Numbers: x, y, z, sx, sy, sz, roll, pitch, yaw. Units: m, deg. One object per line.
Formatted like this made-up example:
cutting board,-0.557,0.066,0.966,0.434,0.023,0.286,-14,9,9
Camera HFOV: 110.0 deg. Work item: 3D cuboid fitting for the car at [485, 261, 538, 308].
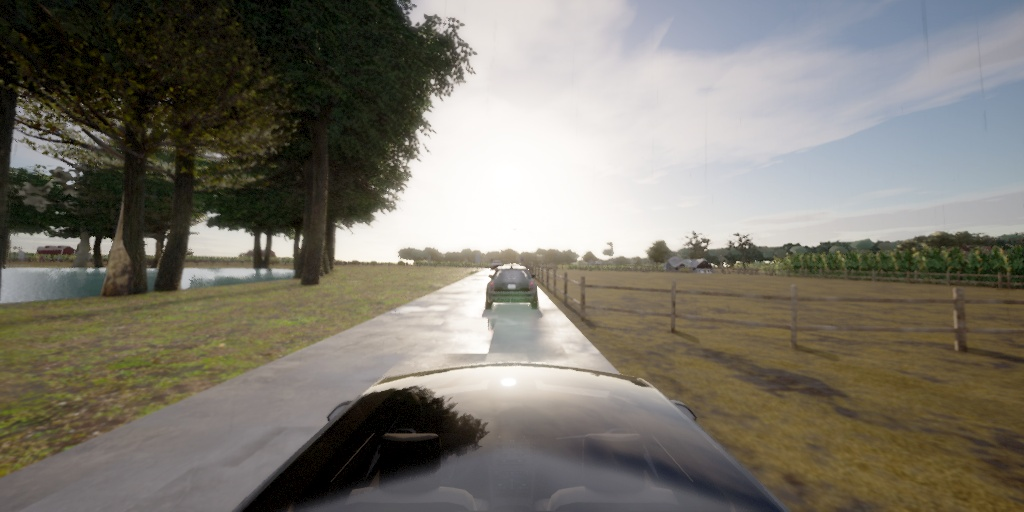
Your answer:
car,-0.013,1.225,15.957,2.097,1.767,4.553,0,-1,0
